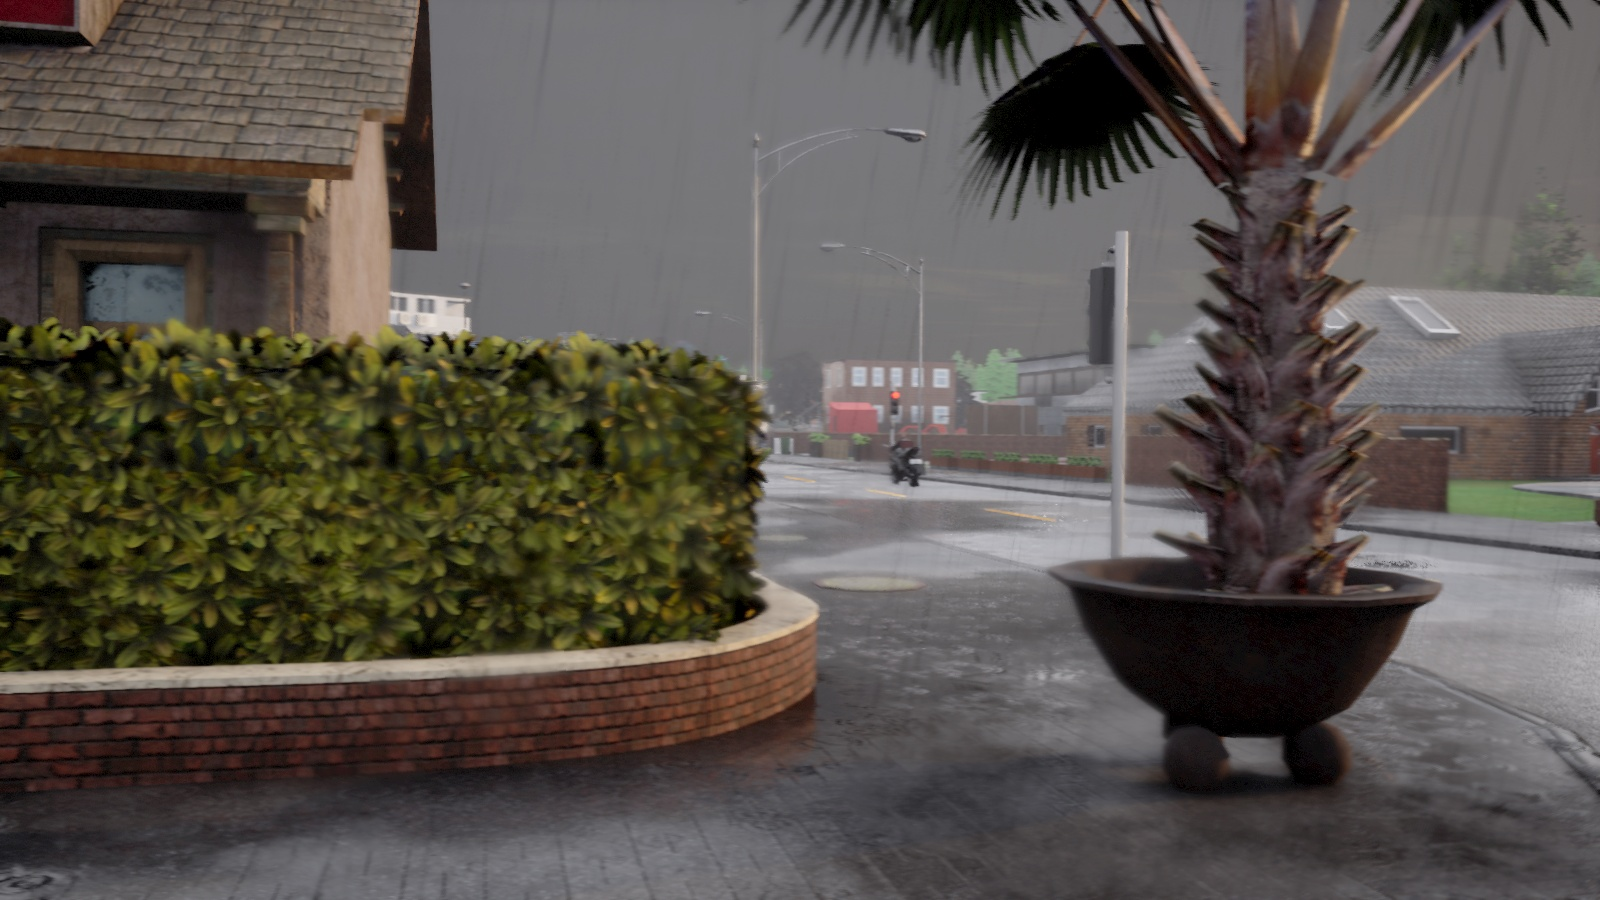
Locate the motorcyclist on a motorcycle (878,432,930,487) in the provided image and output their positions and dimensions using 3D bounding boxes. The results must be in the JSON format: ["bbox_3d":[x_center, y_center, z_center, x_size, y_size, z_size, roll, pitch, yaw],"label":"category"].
[{"bbox_3d":[3.000,0.258,36.537,0.866,1.530,2.191,-1,1,-13],"label":"motorcyclist on a motorcycle"}]

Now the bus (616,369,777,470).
[{"bbox_3d":[-4.535,-1.398,58.448,3.944,4.253,10.273,1,1,17],"label":"bus"}]
